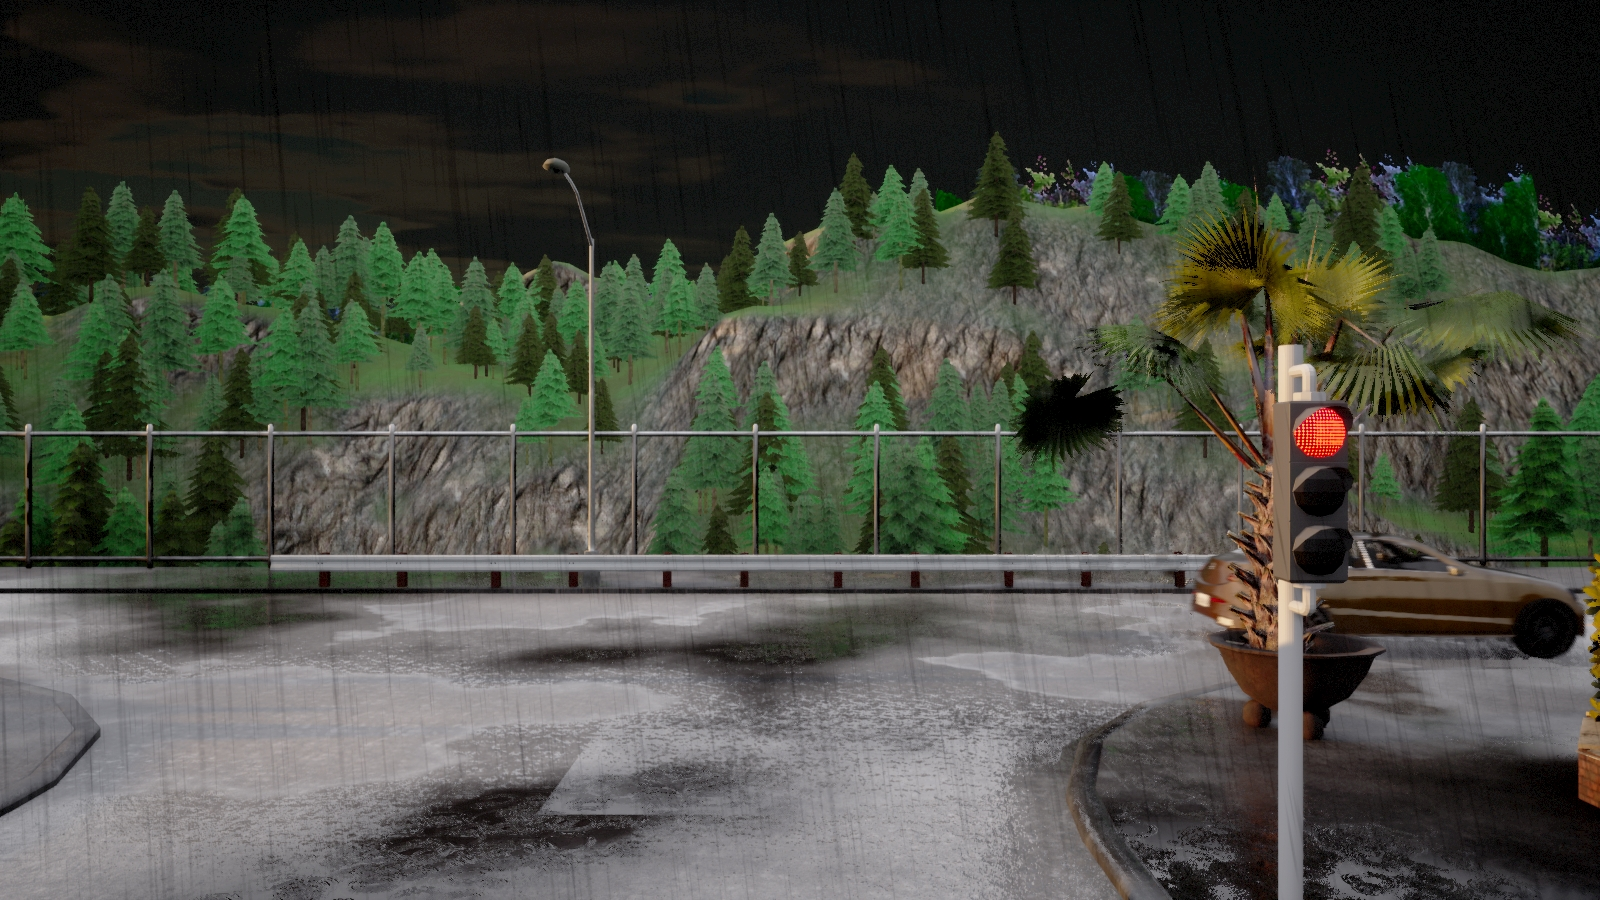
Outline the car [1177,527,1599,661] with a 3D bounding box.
[{"bbox_3d":[8.249,1.992,16.327,5.027,1.651,2.152,0,0,0],"label":"car"}]
